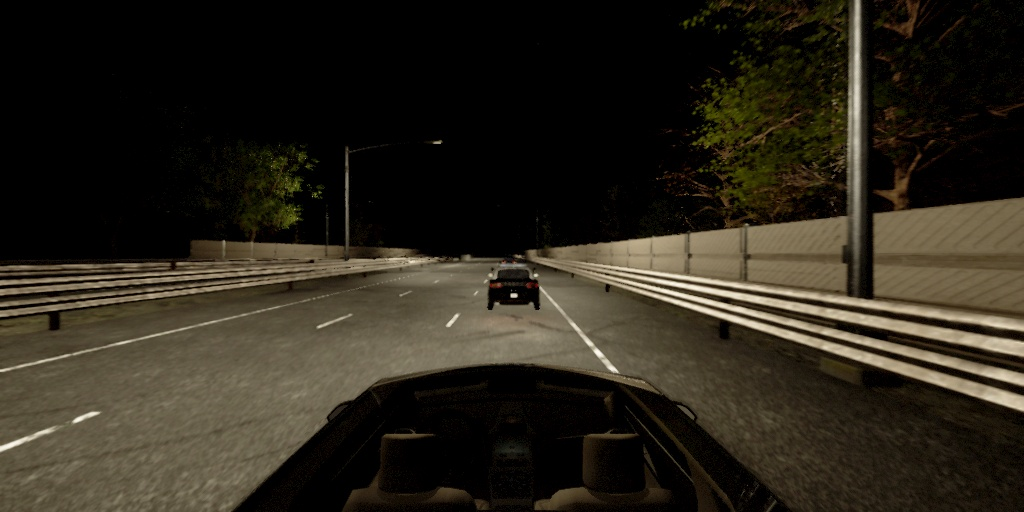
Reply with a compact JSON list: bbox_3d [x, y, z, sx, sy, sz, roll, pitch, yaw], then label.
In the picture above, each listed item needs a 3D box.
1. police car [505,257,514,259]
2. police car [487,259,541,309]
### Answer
[{"bbox_3d":[-0.342,0.904,45.281,2.038,1.542,4.974,0,0,-1],"label":"police car"},{"bbox_3d":[0.055,1.080,14.479,1.930,1.638,5.238,0,0,0],"label":"police car"}]
